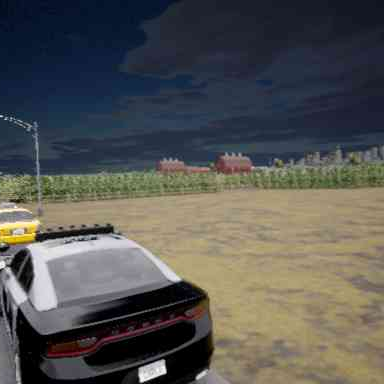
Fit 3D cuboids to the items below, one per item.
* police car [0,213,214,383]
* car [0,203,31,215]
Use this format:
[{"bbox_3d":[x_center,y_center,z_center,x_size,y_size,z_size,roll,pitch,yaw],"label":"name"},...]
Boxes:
[{"bbox_3d":[-1.768,1.323,5.026,1.930,1.638,5.238,-3,2,-33],"label":"police car"},{"bbox_3d":[-7.300,1.311,13.456,1.801,1.575,5.366,-3,2,-33],"label":"car"}]
